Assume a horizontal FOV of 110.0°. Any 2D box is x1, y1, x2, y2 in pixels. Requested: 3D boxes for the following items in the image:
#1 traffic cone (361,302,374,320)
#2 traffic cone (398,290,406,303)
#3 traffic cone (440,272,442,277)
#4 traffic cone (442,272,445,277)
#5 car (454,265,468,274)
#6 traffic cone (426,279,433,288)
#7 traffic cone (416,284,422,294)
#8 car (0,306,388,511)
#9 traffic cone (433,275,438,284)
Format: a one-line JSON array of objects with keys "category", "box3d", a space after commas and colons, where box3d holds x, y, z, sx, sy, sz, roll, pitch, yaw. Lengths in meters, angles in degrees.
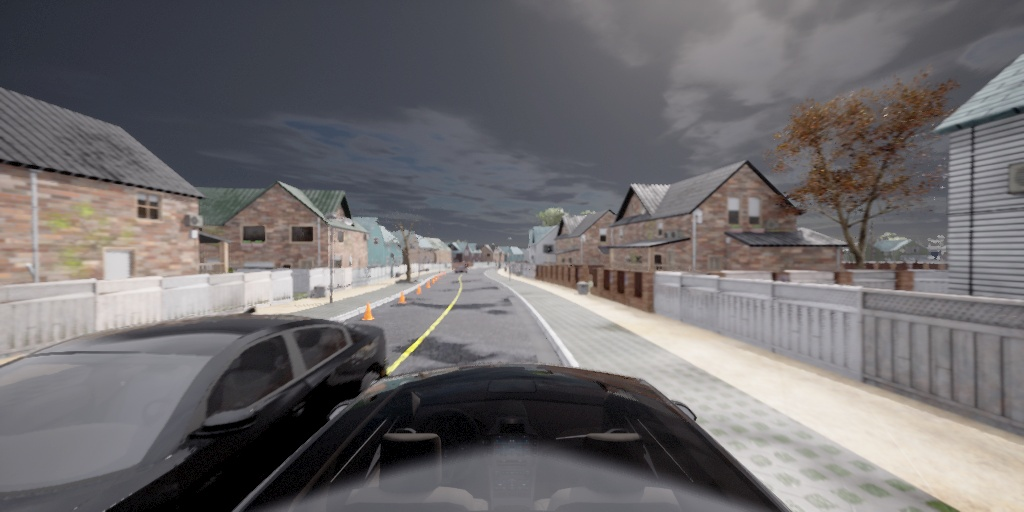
[{"category": "traffic cone", "box3d": [-4.932, 1.871, 12.288, 0.340, 0.580, 0.340, 0, 0, -3]}, {"category": "traffic cone", "box3d": [-5.275, 1.945, 17.216, 0.340, 0.580, 0.340, 0, 0, -5]}, {"category": "traffic cone", "box3d": [-8.591, 2.319, 41.857, 0.340, 0.580, 0.340, 0, 0, -8]}, {"category": "traffic cone", "box3d": [-9.218, 2.391, 46.882, 0.340, 0.580, 0.340, 0, 0, -6]}, {"category": "car", "box3d": [-7.898, 2.120, 56.144, 1.994, 1.385, 4.181, 0, -1, -5]}, {"category": "traffic cone", "box3d": [-6.321, 2.094, 27.042, 0.340, 0.580, 0.340, 0, 0, -8]}, {"category": "traffic cone", "box3d": [-5.738, 2.019, 22.136, 0.340, 0.580, 0.340, 0, 0, -6]}, {"category": "car", "box3d": [-2.492, 1.247, 2.613, 1.882, 1.535, 5.008, 0, -1, -1]}, {"category": "traffic cone", "box3d": [-7.025, 2.170, 31.932, 0.340, 0.580, 0.340, 0, 0, -9]}]
